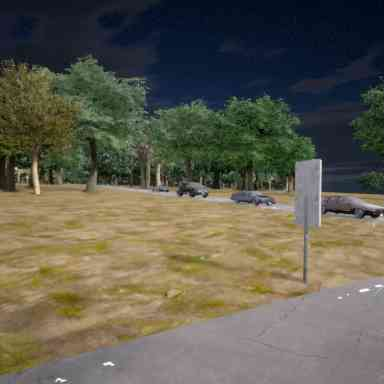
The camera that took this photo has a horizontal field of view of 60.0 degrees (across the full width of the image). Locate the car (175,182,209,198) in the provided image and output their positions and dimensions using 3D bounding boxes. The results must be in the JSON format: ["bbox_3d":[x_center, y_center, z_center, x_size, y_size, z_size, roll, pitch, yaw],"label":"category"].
[{"bbox_3d":[0.103,-0.296,44.051,2.150,2.045,5.566,2,2,-28],"label":"car"}]

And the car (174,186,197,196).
[{"bbox_3d":[-1.073,-0.233,52.733,1.994,1.385,4.181,2,2,-28],"label":"car"}]

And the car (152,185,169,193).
[{"bbox_3d":[-5.835,-0.662,61.321,1.994,1.385,4.181,2,2,-29],"label":"car"}]

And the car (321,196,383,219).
[{"bbox_3d":[11.078,1.009,23.905,2.033,1.411,5.357,2,2,-28],"label":"car"}]

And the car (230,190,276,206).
[{"bbox_3d":[5.985,0.556,33.246,2.033,1.411,5.357,2,2,-29],"label":"car"}]
